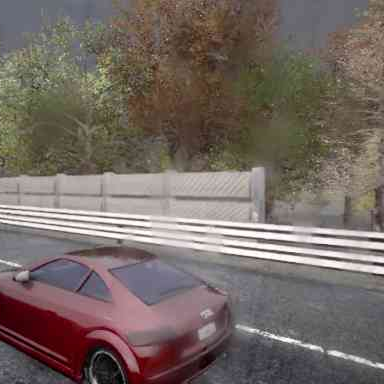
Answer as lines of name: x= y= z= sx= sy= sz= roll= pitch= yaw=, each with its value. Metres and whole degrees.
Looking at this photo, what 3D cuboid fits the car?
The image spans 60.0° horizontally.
car: x=-1.453 y=1.511 z=4.914 sx=4.181 sy=1.385 sz=1.994 roll=1 pitch=1 yaw=36
